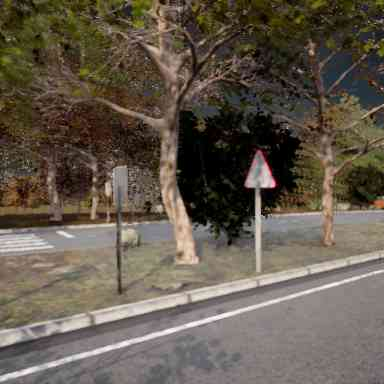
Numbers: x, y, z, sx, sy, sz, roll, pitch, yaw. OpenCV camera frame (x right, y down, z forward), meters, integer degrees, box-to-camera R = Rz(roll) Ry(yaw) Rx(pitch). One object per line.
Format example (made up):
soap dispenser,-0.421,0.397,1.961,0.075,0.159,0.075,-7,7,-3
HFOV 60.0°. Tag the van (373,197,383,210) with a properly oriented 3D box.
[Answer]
van,29.415,1.725,49.561,1.878,1.987,4.442,2,-1,-36
